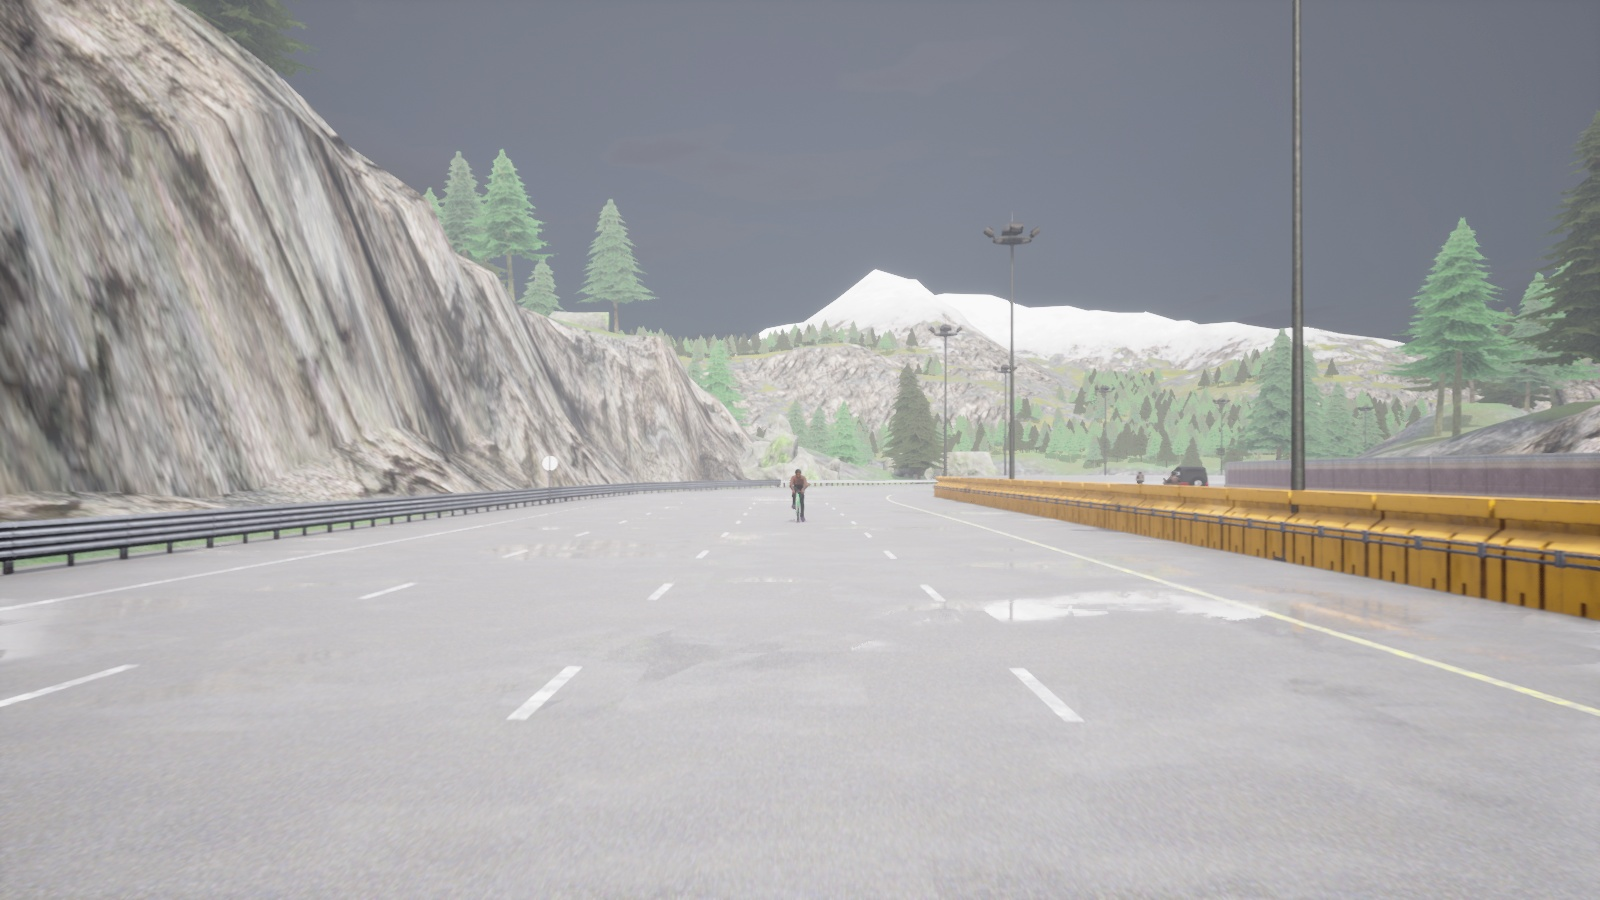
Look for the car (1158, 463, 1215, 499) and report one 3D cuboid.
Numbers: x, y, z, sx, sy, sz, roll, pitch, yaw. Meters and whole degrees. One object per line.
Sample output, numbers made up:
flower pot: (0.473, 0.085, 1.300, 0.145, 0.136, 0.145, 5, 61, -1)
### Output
car: (20.614, 1.652, 67.135, 1.905, 1.878, 3.866, 0, -1, 1)
